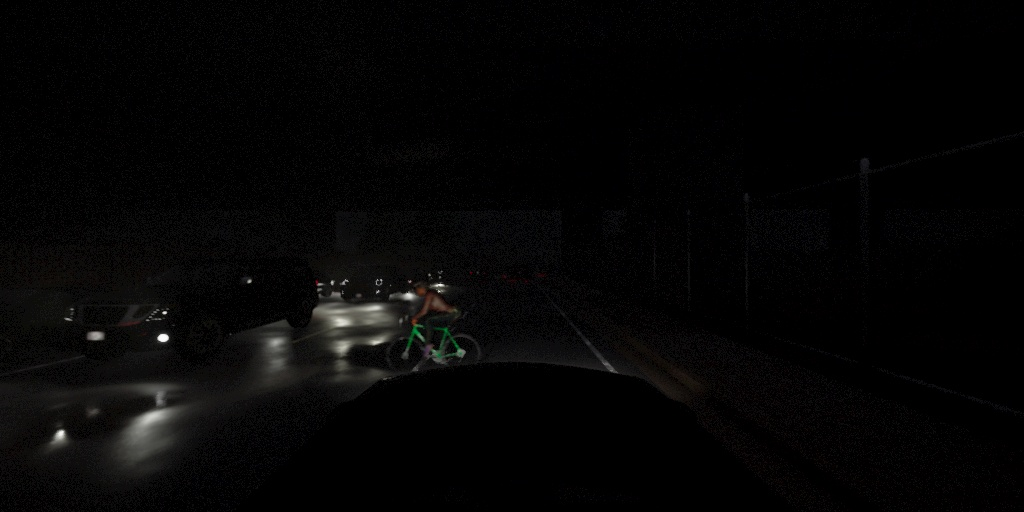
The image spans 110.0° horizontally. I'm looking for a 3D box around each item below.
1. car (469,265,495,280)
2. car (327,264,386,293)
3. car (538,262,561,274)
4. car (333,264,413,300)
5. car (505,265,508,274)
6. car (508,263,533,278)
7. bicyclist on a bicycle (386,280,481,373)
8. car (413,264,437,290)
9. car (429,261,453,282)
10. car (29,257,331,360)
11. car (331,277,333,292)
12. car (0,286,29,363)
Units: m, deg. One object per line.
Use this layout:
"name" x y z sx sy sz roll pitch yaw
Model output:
"car" -2.838 1.560 34.417 2.033 1.411 5.357 0 0 5
"car" -10.321 1.398 24.235 1.837 1.490 4.892 0 2 0
"car" 5.307 1.644 50.060 1.837 1.490 4.892 0 -1 29
"car" -6.950 1.236 18.563 2.097 1.767 4.553 0 0 1
"car" 0.510 1.651 48.417 1.812 1.442 4.674 0 0 21
"car" 1.140 1.518 37.860 1.882 1.535 5.008 0 0 9
"bicyclist on a bicycle" -1.372 1.239 6.184 1.656 1.620 0.582 -2 0 0
"car" -6.821 1.477 24.230 2.033 1.411 5.357 0 0 0
"car" -6.682 1.342 31.769 2.097 1.767 4.553 0 0 3
"car" -7.051 1.028 8.856 2.150 2.045 5.566 0 0 0
"car" -10.467 1.378 17.266 1.837 1.490 4.892 0 -1 1
"car" -10.550 1.362 7.888 1.994 1.385 4.181 0 -1 1
